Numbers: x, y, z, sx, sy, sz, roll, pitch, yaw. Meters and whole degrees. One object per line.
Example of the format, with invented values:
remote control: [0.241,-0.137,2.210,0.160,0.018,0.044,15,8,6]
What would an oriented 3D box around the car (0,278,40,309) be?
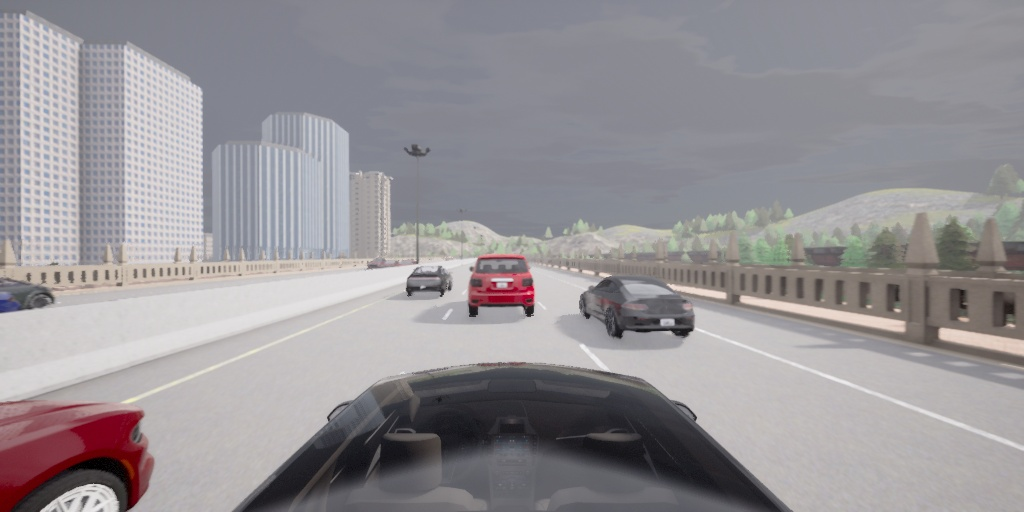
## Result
car: [-14.345,1.327,7.866,1.812,1.442,4.674,0,0,-3]

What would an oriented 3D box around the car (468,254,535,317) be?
car: [-0.426,0.959,13.388,2.150,2.045,5.566,0,0,-3]

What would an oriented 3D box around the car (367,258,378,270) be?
car: [-20.376,1.121,54.687,2.097,1.767,4.553,0,0,-3]

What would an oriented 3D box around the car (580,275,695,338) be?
car: [3.222,1.253,9.957,1.812,1.442,4.674,0,0,-2]

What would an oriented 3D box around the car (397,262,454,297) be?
car: [-4.228,1.238,18.894,2.128,1.511,4.902,0,0,-3]

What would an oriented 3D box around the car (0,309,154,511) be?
car: [-3.537,1.243,0.486,1.882,1.535,5.008,0,0,1]

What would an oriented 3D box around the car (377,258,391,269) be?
car: [-16.606,1.285,49.609,1.812,1.442,4.674,0,0,-3]

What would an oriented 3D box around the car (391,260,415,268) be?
car: [-12.798,1.229,43.890,1.882,1.535,5.008,0,0,-3]

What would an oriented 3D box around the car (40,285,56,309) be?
car: [-18.034,1.376,11.623,1.994,1.385,4.181,0,0,-3]
